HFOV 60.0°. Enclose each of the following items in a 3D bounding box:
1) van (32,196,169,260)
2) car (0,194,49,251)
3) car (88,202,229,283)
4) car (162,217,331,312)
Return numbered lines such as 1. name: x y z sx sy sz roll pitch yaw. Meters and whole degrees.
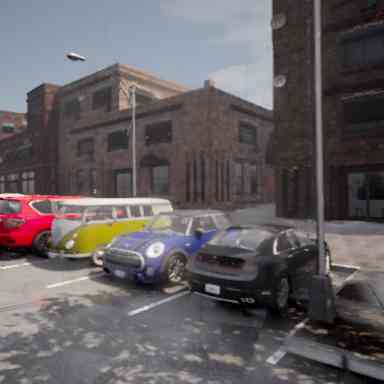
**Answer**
1. van: -2.610 1.206 11.151 1.878 1.987 4.442 1 0 37
2. car: -4.705 1.159 12.929 2.435 2.045 5.566 1 0 38
3. car: -0.331 1.329 9.594 2.185 1.767 4.553 1 0 37
4. car: 1.833 1.477 7.891 2.231 1.521 4.892 1 0 37
